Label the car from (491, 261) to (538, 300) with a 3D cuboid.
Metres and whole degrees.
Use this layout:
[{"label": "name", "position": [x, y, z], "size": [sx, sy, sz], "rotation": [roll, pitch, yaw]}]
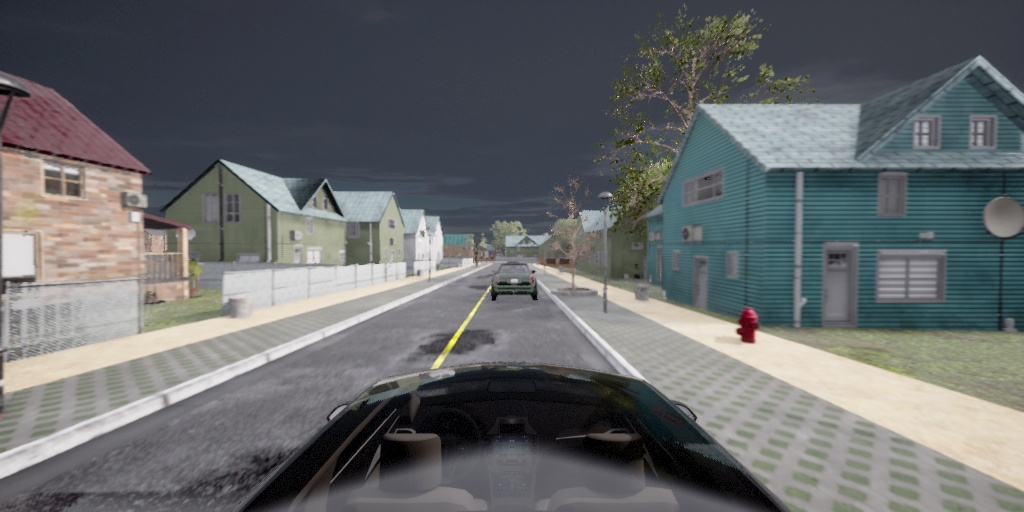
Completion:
[{"label": "car", "position": [0.103, 1.091, 17.626], "size": [2.097, 1.767, 4.553], "rotation": [0, 0, 0]}]
